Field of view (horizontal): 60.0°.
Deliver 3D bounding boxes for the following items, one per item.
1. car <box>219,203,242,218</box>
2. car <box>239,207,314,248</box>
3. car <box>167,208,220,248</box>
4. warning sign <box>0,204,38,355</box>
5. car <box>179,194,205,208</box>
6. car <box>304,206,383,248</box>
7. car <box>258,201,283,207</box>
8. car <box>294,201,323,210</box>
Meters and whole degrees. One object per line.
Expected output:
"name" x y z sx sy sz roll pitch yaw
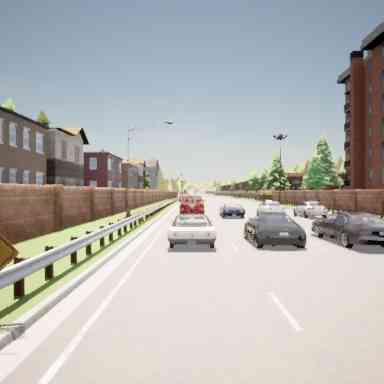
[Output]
"car" 3.500 1.616 29.680 1.895 1.301 4.718 0 0 0
"car" 3.500 1.572 14.650 1.994 1.385 4.181 0 0 0
"car" 0.000 1.616 14.680 1.895 1.301 4.718 0 0 0
"warning sign" -3.050 1.114 4.646 1.300 1.860 1.060 0 0 0
"car" 0.000 1.257 29.680 2.150 2.045 5.566 0 0 0
"car" 7.000 1.563 14.650 2.033 1.411 5.357 0 0 0
"car" 7.000 1.533 29.650 1.812 1.442 4.674 0 0 0
"car" 10.500 1.533 29.650 1.812 1.442 4.674 0 0 0
